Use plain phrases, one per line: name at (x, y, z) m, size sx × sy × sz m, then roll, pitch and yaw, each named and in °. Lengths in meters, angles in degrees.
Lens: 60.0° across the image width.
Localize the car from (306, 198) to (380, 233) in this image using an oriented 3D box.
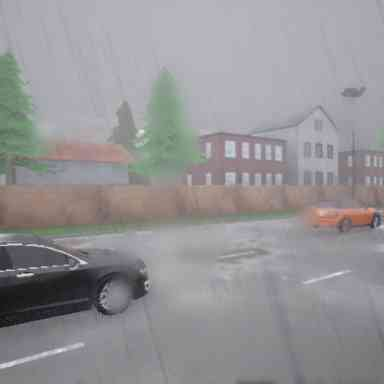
car at (8.391, 1.148, 18.322) m, size 4.553 × 1.767 × 2.097 m, roll -1°, pitch 0°, yaw -35°

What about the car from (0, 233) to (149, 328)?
car at (-3.115, 1.496, 5.822) m, size 4.892 × 1.490 × 1.837 m, roll -1°, pitch 0°, yaw -35°

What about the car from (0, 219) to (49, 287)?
car at (-6.438, 1.557, 7.752) m, size 5.357 × 1.411 × 2.033 m, roll -1°, pitch 0°, yaw -35°
